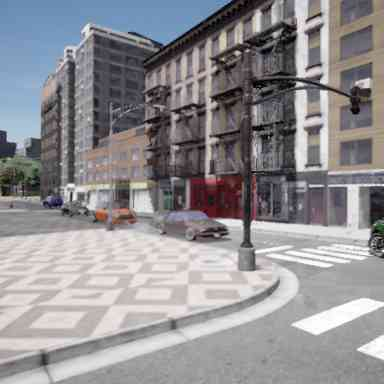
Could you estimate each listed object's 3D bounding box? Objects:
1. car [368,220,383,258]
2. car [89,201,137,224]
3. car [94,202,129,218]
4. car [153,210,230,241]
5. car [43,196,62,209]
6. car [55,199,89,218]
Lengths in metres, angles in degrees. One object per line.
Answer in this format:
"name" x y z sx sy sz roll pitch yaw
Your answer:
"car" 7.486 1.299 9.998 2.150 2.045 5.566 1 -1 6
"car" -6.071 1.578 26.015 2.097 1.767 4.553 1 -1 -36
"car" -8.517 1.810 34.766 1.837 1.490 4.892 1 -1 -36
"car" -0.241 1.704 18.080 2.033 1.411 5.357 0 -1 -33
"car" -22.442 1.634 53.802 2.150 2.045 5.566 1 -1 -36
"car" -12.056 1.782 34.210 2.128 1.511 4.902 1 -1 -36
